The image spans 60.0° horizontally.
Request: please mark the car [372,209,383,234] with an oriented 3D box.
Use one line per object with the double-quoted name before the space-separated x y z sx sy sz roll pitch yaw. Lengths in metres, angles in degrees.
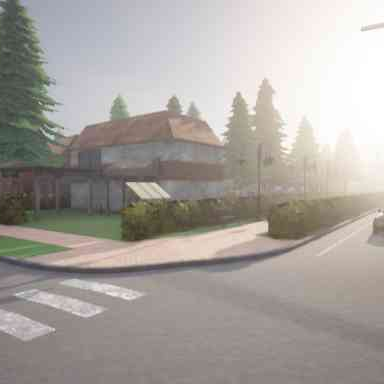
"car" 10.062 1.294 16.097 1.994 1.385 4.181 1 1 35
